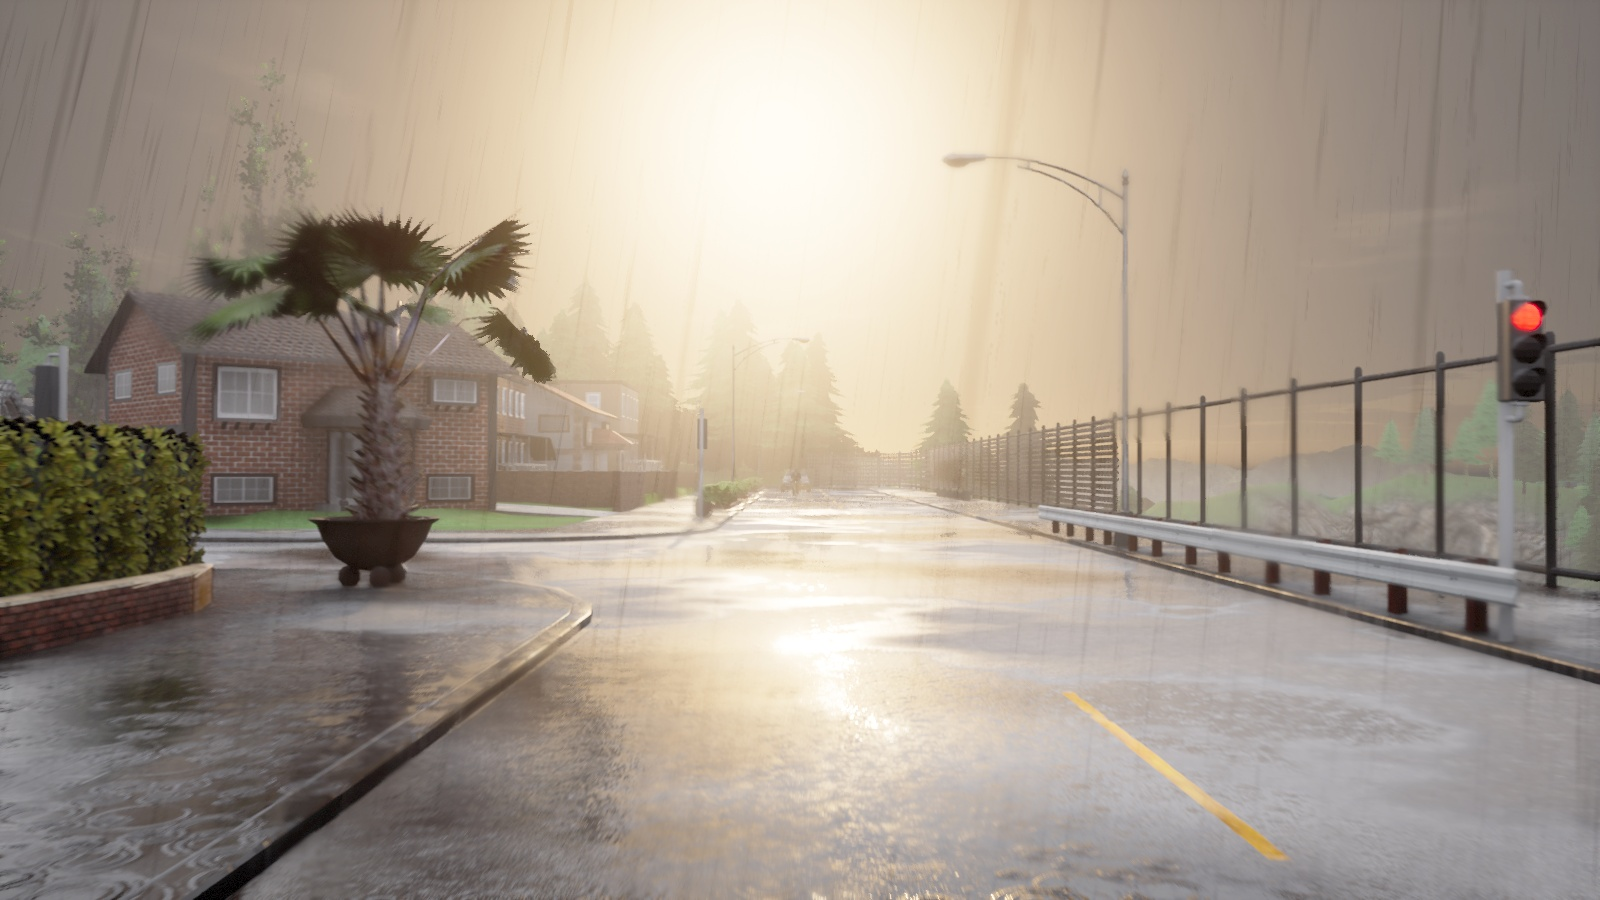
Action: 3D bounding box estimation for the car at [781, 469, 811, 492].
[{"bbox_3d":[-0.286,2.227,93.599,2.242,1.667,4.611,0,-1,0],"label":"car"}]
